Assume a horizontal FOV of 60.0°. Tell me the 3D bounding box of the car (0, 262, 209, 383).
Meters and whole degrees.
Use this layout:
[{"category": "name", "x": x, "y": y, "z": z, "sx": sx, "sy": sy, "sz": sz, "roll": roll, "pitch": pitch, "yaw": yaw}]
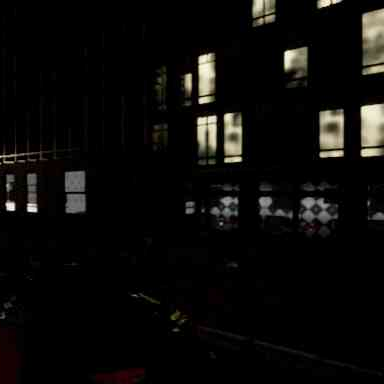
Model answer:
[{"category": "car", "x": -1.797, "y": 1.554, "z": 4.059, "sx": 4.206, "sy": 1.307, "sz": 1.802, "roll": 0, "pitch": 1, "yaw": 33}]
